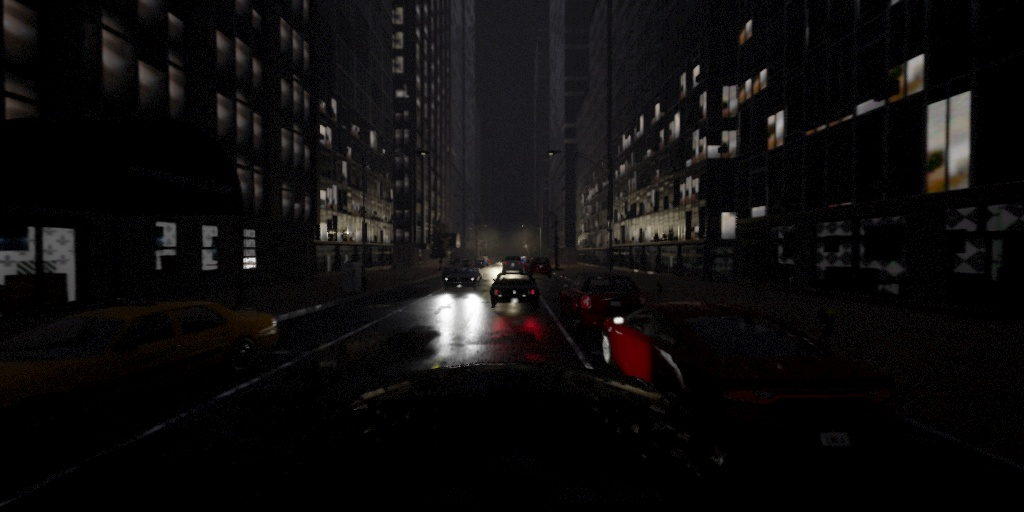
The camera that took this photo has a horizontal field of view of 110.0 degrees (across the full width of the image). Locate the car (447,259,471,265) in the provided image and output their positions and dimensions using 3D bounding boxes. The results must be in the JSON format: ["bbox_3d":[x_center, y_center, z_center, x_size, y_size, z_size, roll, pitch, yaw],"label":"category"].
[{"bbox_3d":[-5.326,1.259,33.244,2.007,1.370,4.403,0,0,0],"label":"car"}]

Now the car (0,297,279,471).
[{"bbox_3d":[-5.317,1.271,4.833,1.751,1.417,4.829,0,0,0],"label":"car"}]

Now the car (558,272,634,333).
[{"bbox_3d":[2.529,1.177,10.681,1.967,1.591,4.097,0,0,0],"label":"car"}]

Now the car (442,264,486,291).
[{"bbox_3d":[-2.856,1.323,21.647,1.895,1.301,4.718,0,0,0],"label":"car"}]

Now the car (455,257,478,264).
[{"bbox_3d":[-5.327,1.017,38.893,2.192,1.841,5.009,0,0,0],"label":"car"}]

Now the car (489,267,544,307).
[{"bbox_3d":[0.096,1.332,15.230,1.895,1.301,4.718,0,0,0],"label":"car"}]

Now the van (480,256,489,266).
[{"bbox_3d":[-5.334,1.023,61.487,1.690,1.789,3.998,0,0,0],"label":"van"}]

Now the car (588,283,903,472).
[{"bbox_3d":[2.530,1.290,5.032,1.888,1.381,4.507,0,0,0],"label":"car"}]

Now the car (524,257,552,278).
[{"bbox_3d":[2.522,1.023,33.276,2.192,1.841,5.009,0,0,0],"label":"car"}]

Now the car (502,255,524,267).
[{"bbox_3d":[0.089,0.923,38.983,2.150,2.045,5.566,0,0,0],"label":"car"}]

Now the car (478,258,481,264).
[{"bbox_3d":[-5.329,1.247,44.542,2.007,1.370,4.403,0,0,0],"label":"car"}]

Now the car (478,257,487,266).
[{"bbox_3d":[-5.332,1.269,55.838,1.802,1.307,4.207,0,0,0],"label":"car"}]
